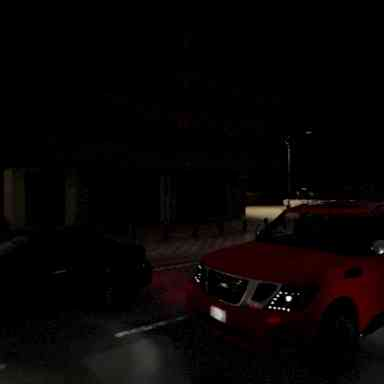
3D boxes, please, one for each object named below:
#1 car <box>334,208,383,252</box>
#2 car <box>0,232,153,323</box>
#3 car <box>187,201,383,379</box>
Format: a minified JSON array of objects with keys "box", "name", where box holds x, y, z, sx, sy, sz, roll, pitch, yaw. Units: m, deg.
[{"box":[8.657,1.508,14.546,5.357,1.411,2.033,0,0,-36],"name":"car"},{"box":[-2.967,1.524,6.165,4.674,1.442,1.812,0,0,-36],"name":"car"},{"box":[2.583,1.209,5.865,5.566,2.045,2.150,0,0,-36],"name":"car"}]
